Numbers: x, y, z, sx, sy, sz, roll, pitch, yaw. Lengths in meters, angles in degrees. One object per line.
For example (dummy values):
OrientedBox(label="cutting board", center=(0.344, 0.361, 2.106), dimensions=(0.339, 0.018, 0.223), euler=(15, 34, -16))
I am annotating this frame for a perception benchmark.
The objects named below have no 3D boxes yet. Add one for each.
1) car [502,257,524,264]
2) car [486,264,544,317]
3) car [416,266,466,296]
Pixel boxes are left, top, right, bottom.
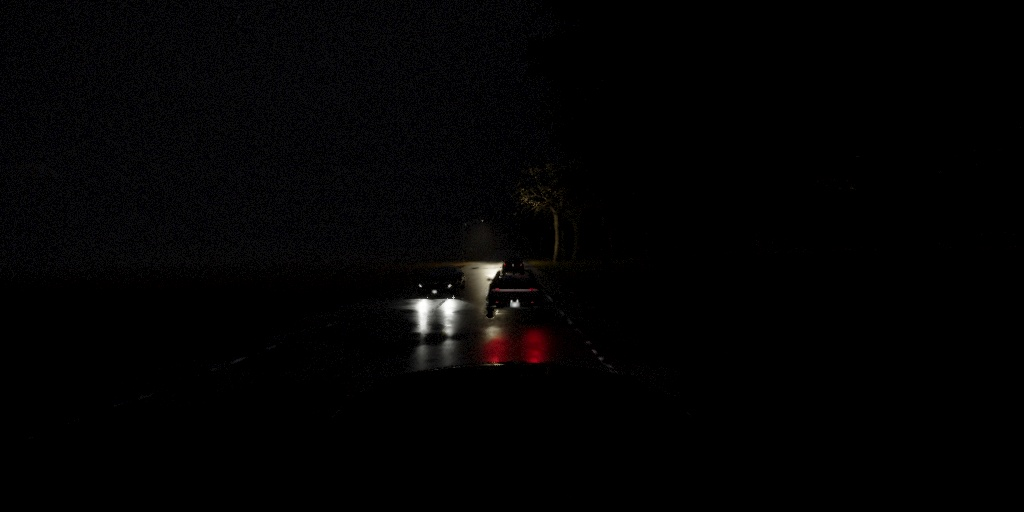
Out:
OrientedBox(label="car", center=(0.103, 0.898, 36.694), dimensions=(2.097, 1.767, 4.553), euler=(0, 1, 0))
OrientedBox(label="car", center=(0.091, 1.239, 13.211), dimensions=(2.128, 1.511, 4.902), euler=(0, 0, 0))
OrientedBox(label="car", center=(-3.596, 1.269, 19.314), dimensions=(2.033, 1.411, 5.357), euler=(0, 0, 0))
